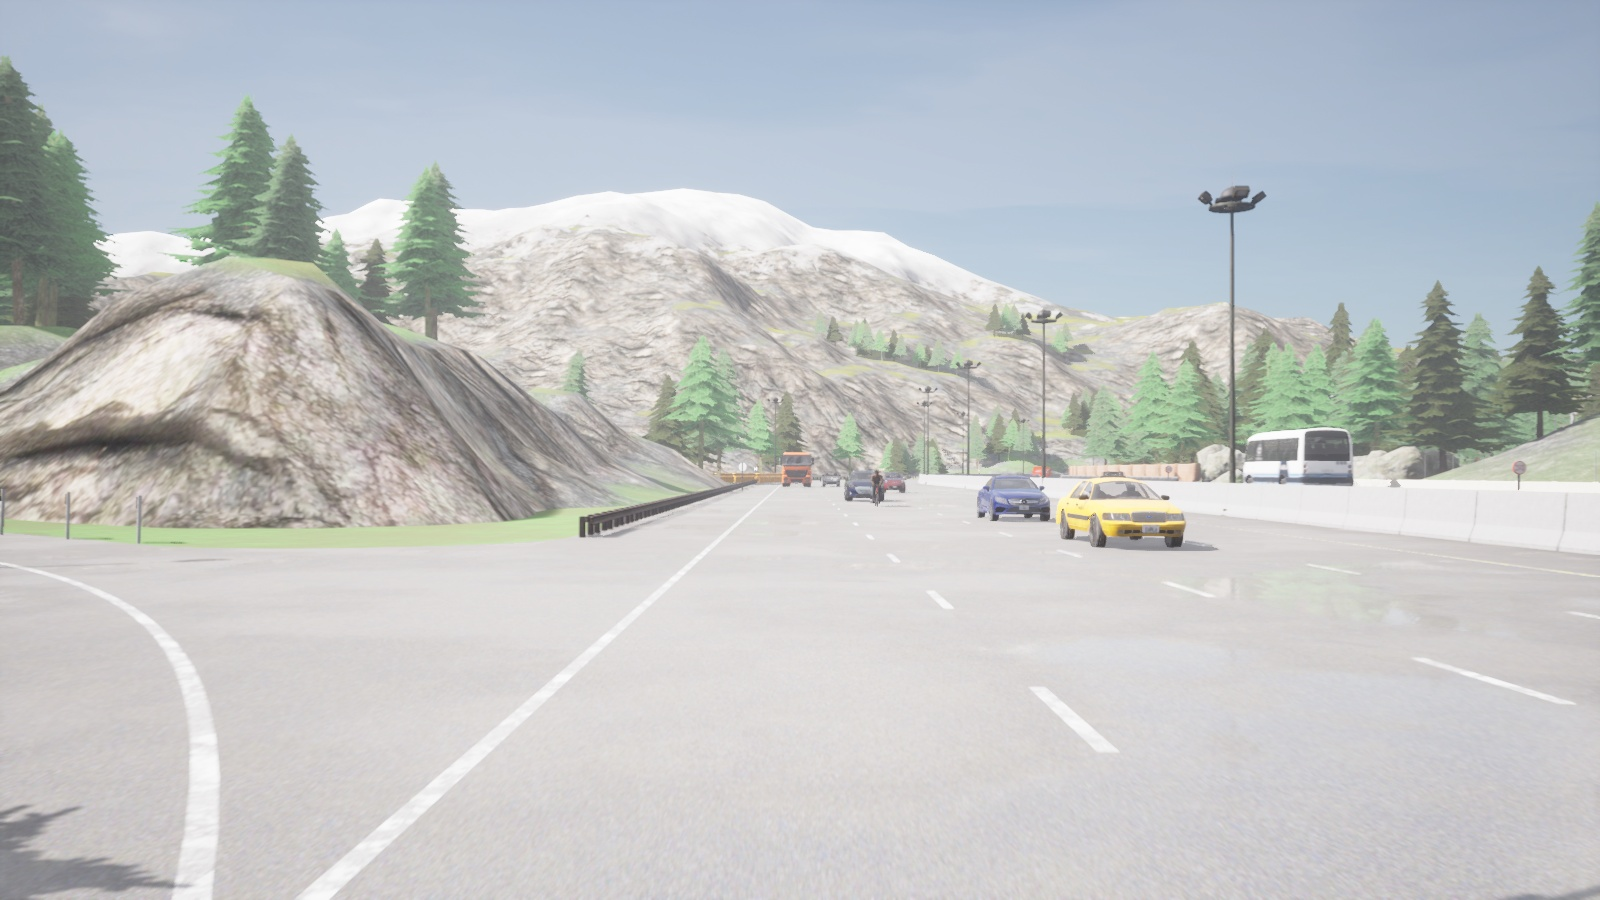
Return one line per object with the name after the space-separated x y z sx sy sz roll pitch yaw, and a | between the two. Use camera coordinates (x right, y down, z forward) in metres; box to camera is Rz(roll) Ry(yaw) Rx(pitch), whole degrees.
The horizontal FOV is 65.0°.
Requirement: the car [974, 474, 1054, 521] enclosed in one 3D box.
6.897 1.498 40.905 1.812 1.442 4.674 0 -1 0 | car

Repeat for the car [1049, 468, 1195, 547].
6.933 1.189 27.646 1.801 1.575 5.366 0 -1 0 | car

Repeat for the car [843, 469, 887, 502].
3.346 1.827 65.453 2.033 1.649 4.856 0 -1 0 | car

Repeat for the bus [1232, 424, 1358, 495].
31.301 0.654 80.116 3.944 4.253 10.273 0 -1 0 | bus

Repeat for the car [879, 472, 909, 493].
6.780 2.325 90.973 1.845 1.501 3.633 0 -1 0 | car
